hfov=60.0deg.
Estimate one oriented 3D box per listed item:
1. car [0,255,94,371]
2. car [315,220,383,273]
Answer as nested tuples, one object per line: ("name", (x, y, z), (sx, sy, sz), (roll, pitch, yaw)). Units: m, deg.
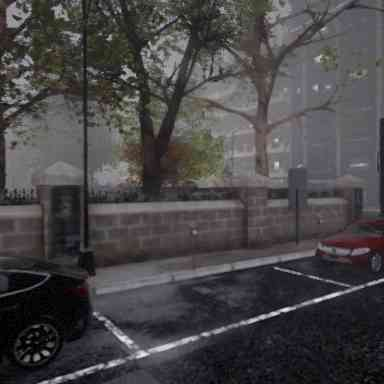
("car", (-3.440, 1.569, 4.138), (4.313, 1.339, 1.947), (0, 0, -35))
("car", (5.667, 1.554, 10.431), (4.206, 1.307, 1.802), (0, 0, -35))
